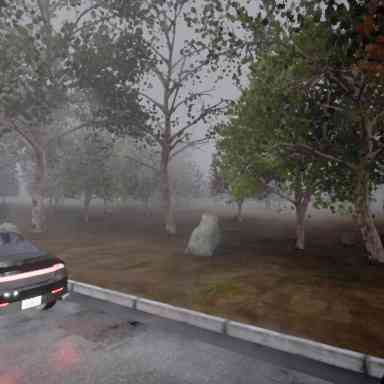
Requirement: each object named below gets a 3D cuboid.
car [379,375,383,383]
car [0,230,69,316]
[{"bbox_3d":[3.276,1.491,1.041,4.902,1.511,2.128,0,0,36],"label":"car"},{"bbox_3d":[-4.455,1.501,6.559,4.902,1.511,2.128,0,0,36],"label":"car"}]
